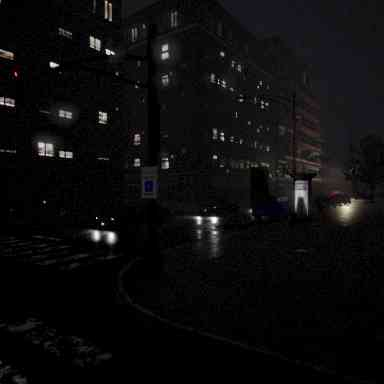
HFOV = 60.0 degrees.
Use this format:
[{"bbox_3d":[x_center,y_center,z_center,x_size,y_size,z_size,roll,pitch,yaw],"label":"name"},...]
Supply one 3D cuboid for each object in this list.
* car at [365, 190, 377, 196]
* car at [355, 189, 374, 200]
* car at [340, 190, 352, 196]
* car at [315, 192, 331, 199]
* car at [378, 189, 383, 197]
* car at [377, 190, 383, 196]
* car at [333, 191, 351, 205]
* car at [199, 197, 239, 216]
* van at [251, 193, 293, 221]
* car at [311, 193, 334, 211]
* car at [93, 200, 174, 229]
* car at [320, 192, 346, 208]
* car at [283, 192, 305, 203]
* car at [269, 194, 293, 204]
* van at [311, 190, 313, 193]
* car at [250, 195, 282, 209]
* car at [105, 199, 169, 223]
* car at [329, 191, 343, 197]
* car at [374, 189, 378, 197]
[{"bbox_3d":[44.237,0.216,82.070,1.994,1.385,4.181,0,1,36],"label":"car"},{"bbox_3d":[28.709,0.564,55.892,1.967,1.590,4.097,1,1,36],"label":"car"},{"bbox_3d":[38.845,0.278,83.648,2.008,1.369,4.403,1,1,36],"label":"car"},{"bbox_3d":[25.720,0.621,65.270,1.802,1.307,4.206,1,1,36],"label":"car"},{"bbox_3d":[41.847,0.356,74.293,1.887,1.381,4.507,1,1,36],"label":"car"},{"bbox_3d":[45.132,0.315,78.893,1.802,1.307,4.206,1,1,36],"label":"car"},{"bbox_3d":[18.854,0.923,42.096,1.947,1.339,4.313,1,1,36],"label":"car"},{"bbox_3d":[2.410,1.165,28.405,1.812,1.442,4.674,0,1,35],"label":"car"},{"bbox_3d":[5.716,1.009,23.693,1.690,1.788,3.998,1,1,36],"label":"van"},{"bbox_3d":[12.285,1.078,32.897,1.947,1.339,4.313,1,1,36],"label":"car"},{"bbox_3d":[-3.343,1.323,20.351,2.033,1.411,5.357,0,1,36],"label":"car"},{"bbox_3d":[15.569,0.979,37.496,1.887,1.381,4.507,1,1,36],"label":"car"},{"bbox_3d":[15.777,0.801,51.346,1.752,1.417,4.829,1,1,36],"label":"car"},{"bbox_3d":[12.595,0.933,46.891,1.802,1.307,4.206,1,1,36],"label":"car"},{"bbox_3d":[19.158,0.536,56.076,1.690,1.788,3.998,1,1,36],"label":"van"},{"bbox_3d":[8.210,1.066,36.525,1.994,1.385,4.181,0,1,35],"label":"car"},{"bbox_3d":[-3.812,1.283,23.916,1.887,1.381,4.507,1,1,36],"label":"car"},{"bbox_3d":[32.282,0.428,74.458,1.887,1.381,4.507,1,1,36],"label":"car"},{"bbox_3d":[31.993,0.590,60.494,1.887,1.381,4.507,1,1,36],"label":"car"}]
